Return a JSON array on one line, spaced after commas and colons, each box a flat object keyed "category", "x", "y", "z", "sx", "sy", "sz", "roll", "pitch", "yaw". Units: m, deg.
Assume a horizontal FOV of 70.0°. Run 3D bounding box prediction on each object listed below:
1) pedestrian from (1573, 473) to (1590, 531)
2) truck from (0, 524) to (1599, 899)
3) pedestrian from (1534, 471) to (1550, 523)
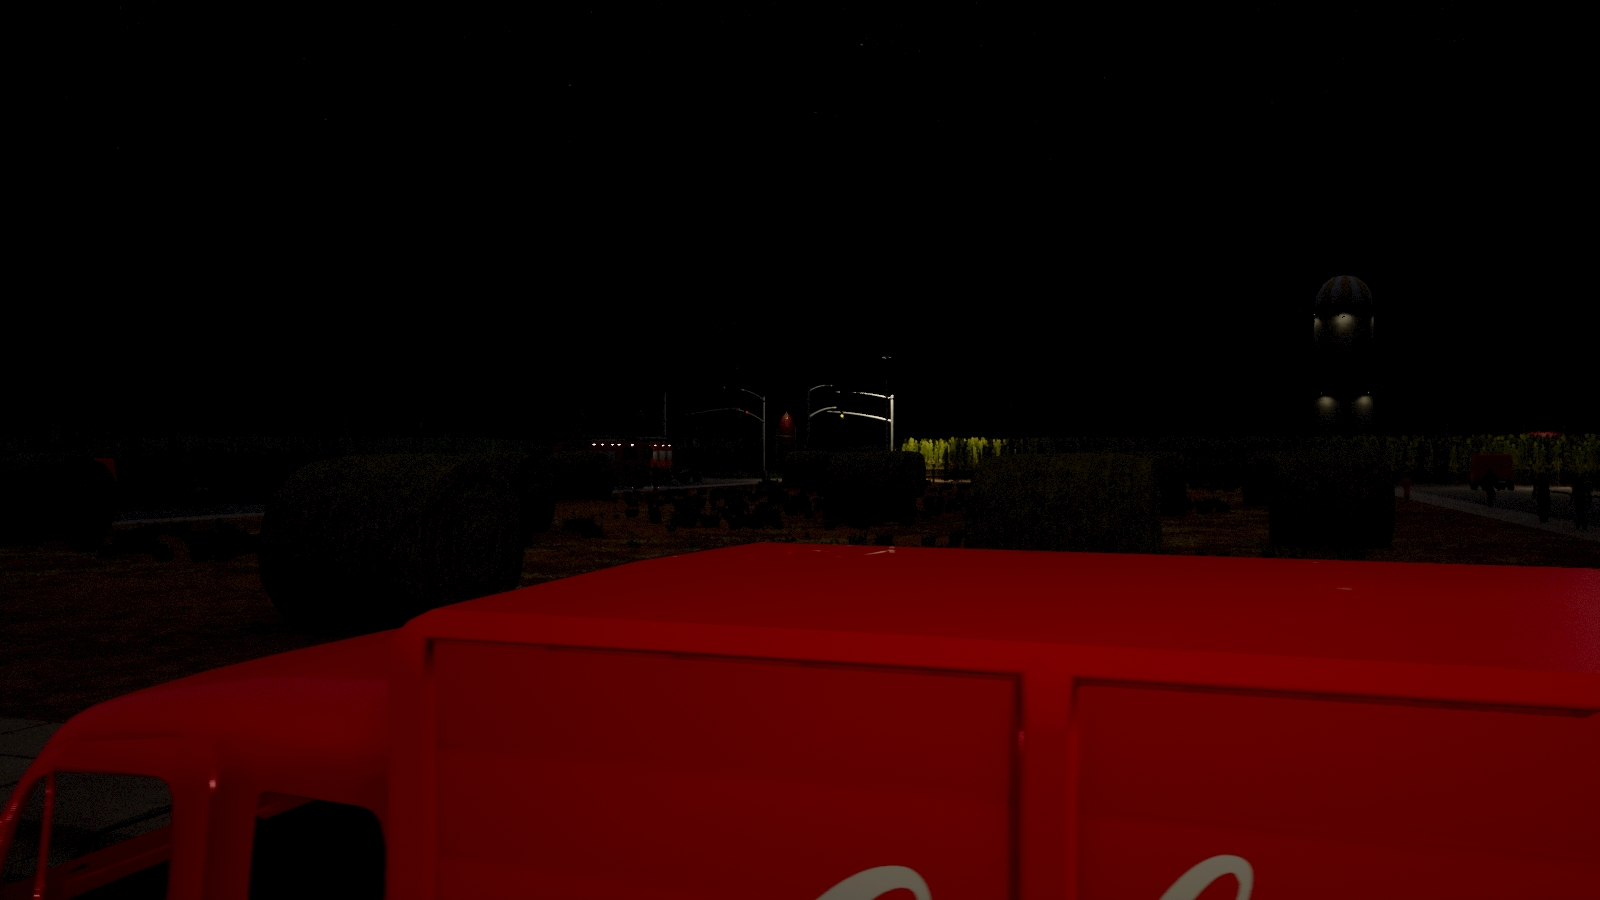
[{"category": "pedestrian", "x": 25.147, "y": 1.665, "z": 36.755, "sx": 0.375, "sy": 1.860, "sz": 0.375, "roll": 0, "pitch": 0, "yaw": 21}, {"category": "truck", "x": 0.196, "y": 1.564, "z": 3.228, "sx": 5.204, "sy": 2.467, "sz": 2.627, "roll": 0, "pitch": 0, "yaw": 20}, {"category": "pedestrian", "x": 26.438, "y": 1.665, "z": 40.708, "sx": 0.375, "sy": 1.860, "sz": 0.375, "roll": 0, "pitch": 0, "yaw": 19}]
